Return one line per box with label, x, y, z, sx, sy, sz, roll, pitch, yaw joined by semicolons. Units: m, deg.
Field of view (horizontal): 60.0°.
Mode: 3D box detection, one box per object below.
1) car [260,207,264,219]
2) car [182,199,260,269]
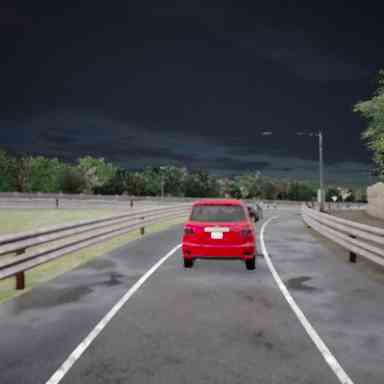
car;4.687;1.595;27.334;1.837;1.490;4.892;-1;-1;18
car;1.044;1.263;11.623;2.150;2.045;5.566;0;0;8
